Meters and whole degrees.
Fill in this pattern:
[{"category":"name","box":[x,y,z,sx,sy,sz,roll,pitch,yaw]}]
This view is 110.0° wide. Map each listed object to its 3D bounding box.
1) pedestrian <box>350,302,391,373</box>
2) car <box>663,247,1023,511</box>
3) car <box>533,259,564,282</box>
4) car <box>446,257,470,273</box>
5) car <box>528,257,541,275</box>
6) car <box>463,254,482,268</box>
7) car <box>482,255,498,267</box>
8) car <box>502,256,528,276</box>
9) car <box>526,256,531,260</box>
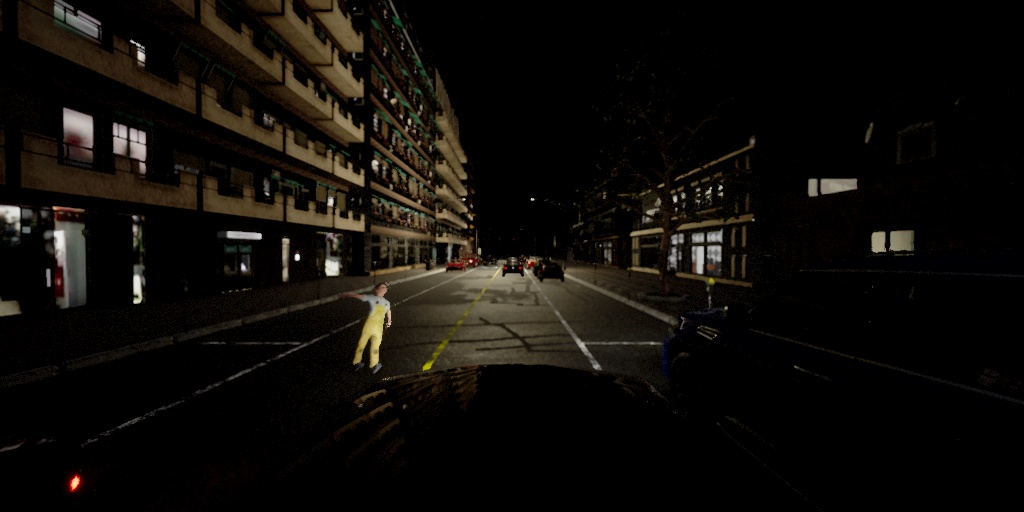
[{"category":"pedestrian","box":[-1.979,1.349,4.857,0.375,1.300,0.375,-8,-26,36]},{"category":"car","box":[3.000,0.969,2.232,2.150,2.045,5.566,0,1,0]},{"category":"car","box":[2.694,1.094,25.383,1.802,1.307,4.207,0,0,0]},{"category":"car","box":[-5.686,0.987,36.780,1.802,1.307,4.207,0,0,0]},{"category":"car","box":[2.695,1.024,31.079,1.948,1.339,4.313,0,0,0]},{"category":"car","box":[-5.683,0.615,48.173,2.192,1.841,5.009,0,0,0]},{"category":"car","box":[-3.067,0.777,51.432,1.837,1.490,4.892,0,0,0]},{"category":"car","box":[0.098,1.001,31.431,2.033,1.411,5.357,0,0,0]},{"category":"car","box":[2.696,0.792,42.471,1.967,1.591,4.097,0,0,0]}]
